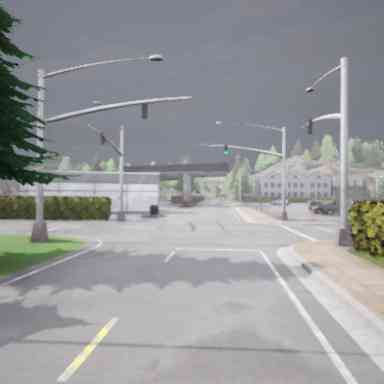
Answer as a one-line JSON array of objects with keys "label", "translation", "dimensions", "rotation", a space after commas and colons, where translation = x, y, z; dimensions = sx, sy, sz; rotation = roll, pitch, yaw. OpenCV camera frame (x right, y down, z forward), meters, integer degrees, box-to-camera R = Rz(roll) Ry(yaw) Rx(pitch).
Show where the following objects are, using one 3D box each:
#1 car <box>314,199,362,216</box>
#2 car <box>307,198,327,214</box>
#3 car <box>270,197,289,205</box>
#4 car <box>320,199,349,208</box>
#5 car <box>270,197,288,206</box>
[{"label": "car", "translation": [16.233, 1.854, 36.499], "dimensions": [4.514, 1.523, 2.007], "rotation": [0, -1, 5]}, {"label": "car", "translation": [16.449, 1.881, 39.629], "dimensions": [5.027, 1.636, 2.152], "rotation": [0, -1, 5]}, {"label": "car", "translation": [20.225, 2.061, 77.026], "dimensions": [3.866, 1.878, 1.905], "rotation": [0, -1, 5]}, {"label": "car", "translation": [26.006, 2.146, 60.726], "dimensions": [4.514, 1.523, 2.007], "rotation": [0, -1, 5]}, {"label": "car", "translation": [19.329, 2.303, 73.763], "dimensions": [3.806, 1.475, 1.970], "rotation": [0, -1, 5]}]
